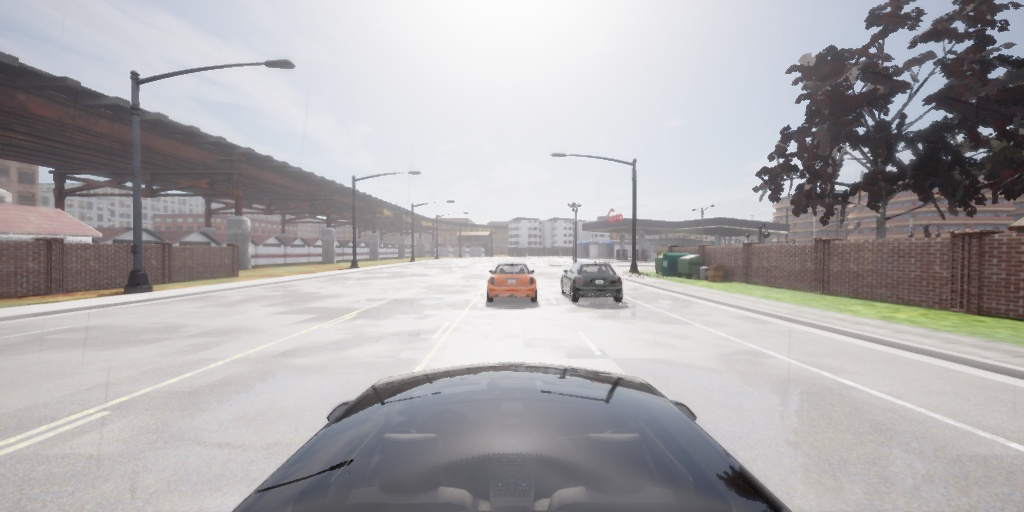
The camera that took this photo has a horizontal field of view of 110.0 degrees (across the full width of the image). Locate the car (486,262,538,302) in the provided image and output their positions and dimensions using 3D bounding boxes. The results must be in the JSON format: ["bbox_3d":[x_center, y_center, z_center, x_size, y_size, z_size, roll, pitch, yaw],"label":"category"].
[{"bbox_3d":[0.000,1.029,16.461,2.097,1.767,4.553,0,1,0],"label":"car"}]

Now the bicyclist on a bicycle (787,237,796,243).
[{"bbox_3d":[29.294,-1.281,37.806,0.582,1.620,1.656,35,21,10],"label":"bicyclist on a bicycle"}]

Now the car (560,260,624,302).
[{"bbox_3d":[3.500,1.029,16.461,2.097,1.767,4.553,0,1,0],"label":"car"}]
